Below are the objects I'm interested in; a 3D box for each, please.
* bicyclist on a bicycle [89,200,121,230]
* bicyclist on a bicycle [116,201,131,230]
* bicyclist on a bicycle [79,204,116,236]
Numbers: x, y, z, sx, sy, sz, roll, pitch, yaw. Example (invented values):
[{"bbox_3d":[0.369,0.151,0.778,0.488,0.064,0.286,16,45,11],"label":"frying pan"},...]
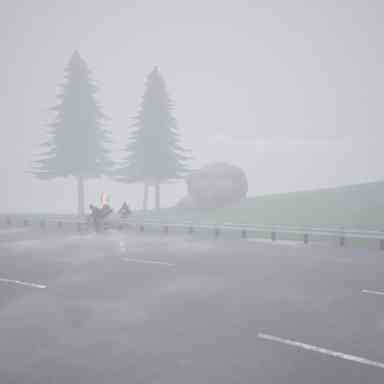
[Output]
[{"bbox_3d":[-5.125,1.385,19.732,0.582,1.620,1.656,0,-7,36],"label":"bicyclist on a bicycle"},{"bbox_3d":[-3.933,1.389,19.360,0.582,1.620,1.656,2,-10,23],"label":"bicyclist on a bicycle"},{"bbox_3d":[-4.893,1.437,16.861,1.656,1.620,0.582,-2,1,-6],"label":"bicyclist on a bicycle"}]
